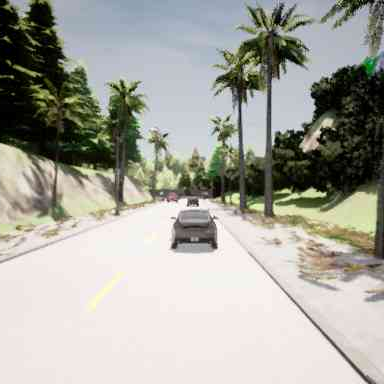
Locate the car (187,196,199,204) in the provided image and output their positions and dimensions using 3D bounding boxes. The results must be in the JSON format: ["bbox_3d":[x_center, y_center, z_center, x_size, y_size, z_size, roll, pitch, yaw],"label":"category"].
[{"bbox_3d":[0.162,1.466,55.091,1.882,1.535,5.008,0,0,0],"label":"car"}]

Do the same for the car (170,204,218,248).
[{"bbox_3d":[0.103,1.502,14.766,1.837,1.490,4.892,0,0,0],"label":"car"}]

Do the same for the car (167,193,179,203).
[{"bbox_3d":[-3.916,1.234,67.745,2.150,2.045,5.566,0,0,0],"label":"car"}]
